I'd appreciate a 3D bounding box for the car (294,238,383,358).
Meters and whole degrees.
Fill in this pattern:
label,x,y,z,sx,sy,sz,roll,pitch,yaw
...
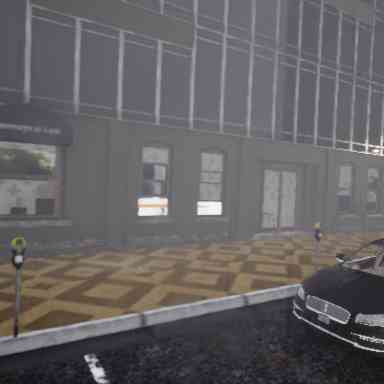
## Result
label,x,y,z,sx,sy,sz,roll,pitch,yaw
car,3.639,1.472,5.500,4.403,1.369,2.008,1,3,-30
